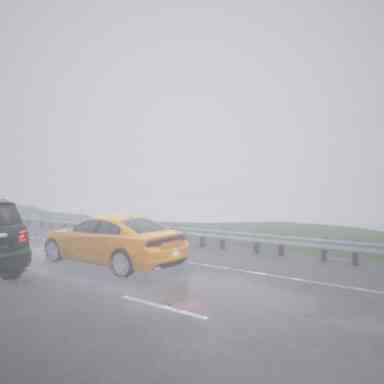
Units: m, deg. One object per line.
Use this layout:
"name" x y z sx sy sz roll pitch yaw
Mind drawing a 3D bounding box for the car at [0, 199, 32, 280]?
"car" -6.356 1.160 8.498 5.566 2.045 2.150 0 0 35

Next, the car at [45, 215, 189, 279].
"car" -2.433 1.420 9.995 5.008 1.535 1.882 0 0 36
